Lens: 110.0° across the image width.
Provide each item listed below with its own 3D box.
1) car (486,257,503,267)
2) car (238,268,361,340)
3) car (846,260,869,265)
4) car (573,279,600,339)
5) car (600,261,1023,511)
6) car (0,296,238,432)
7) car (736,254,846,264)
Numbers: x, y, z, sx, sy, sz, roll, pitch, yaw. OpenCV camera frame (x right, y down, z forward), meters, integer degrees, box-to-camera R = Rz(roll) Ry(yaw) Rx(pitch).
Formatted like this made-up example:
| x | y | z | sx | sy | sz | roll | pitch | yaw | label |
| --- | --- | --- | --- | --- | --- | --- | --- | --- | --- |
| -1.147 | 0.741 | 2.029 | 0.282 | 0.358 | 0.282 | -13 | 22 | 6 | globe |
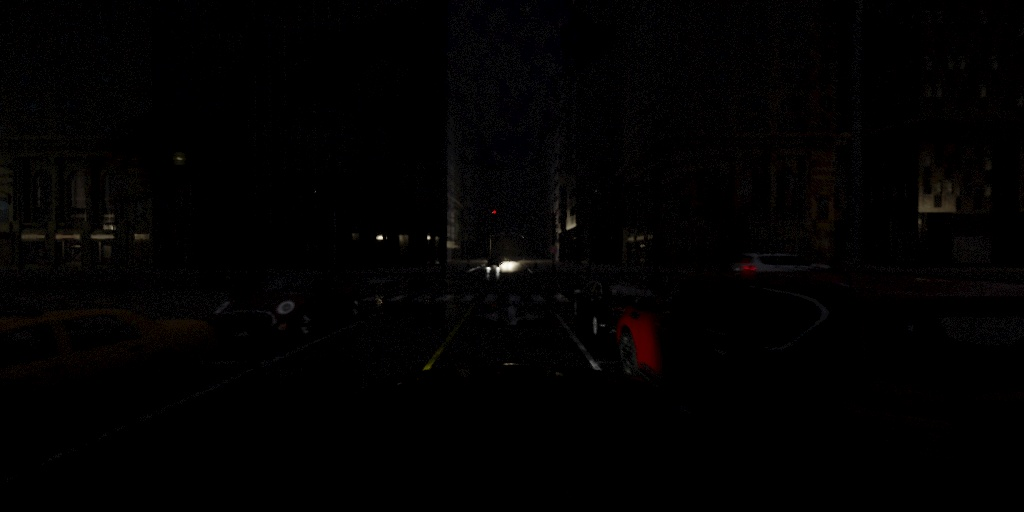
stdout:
| x | y | z | sx | sy | sz | roll | pitch | yaw | label |
| --- | --- | --- | --- | --- | --- | --- | --- | --- | --- |
| -2.907 | 0.974 | 57.133 | 1.837 | 1.490 | 4.892 | 0 | 1 | 1 | car |
| -5.764 | 1.148 | 9.688 | 1.967 | 1.591 | 4.097 | 0 | 0 | 0 | car |
| 26.197 | 1.058 | 28.513 | 4.674 | 1.442 | 1.812 | 0 | 1 | 0 | car |
| 2.761 | 1.259 | 9.691 | 2.007 | 1.370 | 4.403 | 0 | 0 | 0 | car |
| 2.762 | 1.053 | 4.089 | 2.192 | 1.841 | 5.009 | 0 | 0 | 0 | car |
| -5.763 | 1.263 | 3.916 | 1.751 | 1.417 | 4.829 | 0 | 0 | 0 | car |
| 16.460 | 0.873 | 21.917 | 5.566 | 2.045 | 2.150 | 0 | 1 | 0 | car |
